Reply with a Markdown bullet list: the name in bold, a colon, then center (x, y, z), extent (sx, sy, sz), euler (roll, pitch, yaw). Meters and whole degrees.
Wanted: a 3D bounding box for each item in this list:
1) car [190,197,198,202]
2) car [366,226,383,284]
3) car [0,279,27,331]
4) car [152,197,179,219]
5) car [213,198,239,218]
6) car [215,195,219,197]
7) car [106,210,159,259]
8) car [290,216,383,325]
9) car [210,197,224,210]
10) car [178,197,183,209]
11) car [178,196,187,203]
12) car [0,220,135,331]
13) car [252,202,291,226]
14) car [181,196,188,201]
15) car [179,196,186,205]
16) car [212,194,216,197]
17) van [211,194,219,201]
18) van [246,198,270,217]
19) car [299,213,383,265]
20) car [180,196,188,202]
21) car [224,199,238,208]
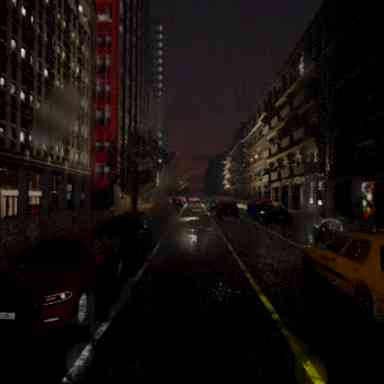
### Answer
- **car**: center (0.533, 1.762, 78.239), extent (1.895, 1.301, 4.718), euler (0, 0, 0)
- **car**: center (5.736, 1.617, 6.958), extent (1.947, 1.339, 4.313), euler (1, 0, 0)
- **car**: center (-2.684, 1.571, 1.394), extent (1.802, 1.307, 4.206), euler (1, 0, 0)
- **car**: center (-2.483, 1.497, 29.679), extent (1.967, 1.590, 4.097), euler (1, 0, 0)
- **car**: center (3.243, 1.571, 31.242), extent (1.882, 1.535, 5.008), euler (0, 0, 1)
- **car**: center (6.171, 1.762, 69.180), extent (1.802, 1.307, 4.206), euler (1, 0, 0)
- **car**: center (-2.605, 1.583, 12.707), extent (1.947, 1.339, 4.313), euler (1, 0, 0)
- **car**: center (3.854, 1.497, 7.101), extent (1.801, 1.575, 5.366), euler (0, 0, 0)
- **car**: center (3.303, 1.720, 43.798), extent (1.895, 1.301, 4.718), euler (0, 0, 1)
- **car**: center (-2.407, 1.663, 40.992), extent (1.802, 1.307, 4.206), euler (1, 0, 0)
- **car**: center (-2.169, 1.707, 74.931), extent (1.947, 1.339, 4.313), euler (1, 0, 0)
- **car**: center (-2.644, 1.548, 7.050), extent (1.887, 1.381, 4.507), euler (1, 0, 0)
- **car**: center (5.854, 1.657, 23.928), extent (1.947, 1.339, 4.313), euler (1, 0, 0)
- **car**: center (-2.050, 1.718, 91.900), extent (2.008, 1.369, 4.403), euler (1, 0, 0)
- **car**: center (-2.325, 1.544, 52.305), extent (1.967, 1.590, 4.097), euler (1, 0, 0)
- **car**: center (6.211, 1.740, 74.836), extent (2.008, 1.369, 4.403), euler (1, 0, 0)
- **van**: center (6.334, 1.556, 91.805), extent (1.690, 1.788, 3.998), euler (1, 0, 0)
- **van**: center (5.898, 1.445, 29.585), extent (1.690, 1.788, 3.998), euler (1, 0, 0)
- **car**: center (5.776, 1.616, 12.615), extent (2.008, 1.369, 4.403), euler (1, 0, 0)
- **car**: center (-2.089, 1.703, 86.244), extent (1.887, 1.381, 4.507), euler (1, 0, 0)
- **car**: center (6.052, 1.733, 52.210), extent (1.802, 1.307, 4.206), euler (1, 0, 0)
